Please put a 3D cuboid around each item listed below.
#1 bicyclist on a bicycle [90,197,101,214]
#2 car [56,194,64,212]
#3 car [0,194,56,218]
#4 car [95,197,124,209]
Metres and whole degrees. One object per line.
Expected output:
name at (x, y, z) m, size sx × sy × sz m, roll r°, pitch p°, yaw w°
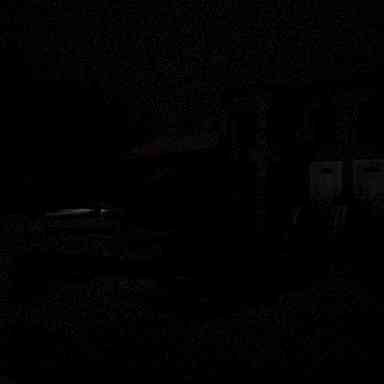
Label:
bicyclist on a bicycle at (-9.401, 1.344, 32.337) m, size 1.656 × 1.620 × 0.582 m, roll 0°, pitch 1°, yaw 36°
car at (-16.828, 1.221, 36.418) m, size 2.150 × 2.045 × 5.566 m, roll 0°, pitch 0°, yaw 36°
car at (-15.926, 1.221, 30.517) m, size 2.150 × 2.045 × 5.566 m, roll 0°, pitch 0°, yaw 36°
car at (-10.770, 1.478, 44.721) m, size 1.882 × 1.535 × 5.008 m, roll 0°, pitch 0°, yaw 36°
